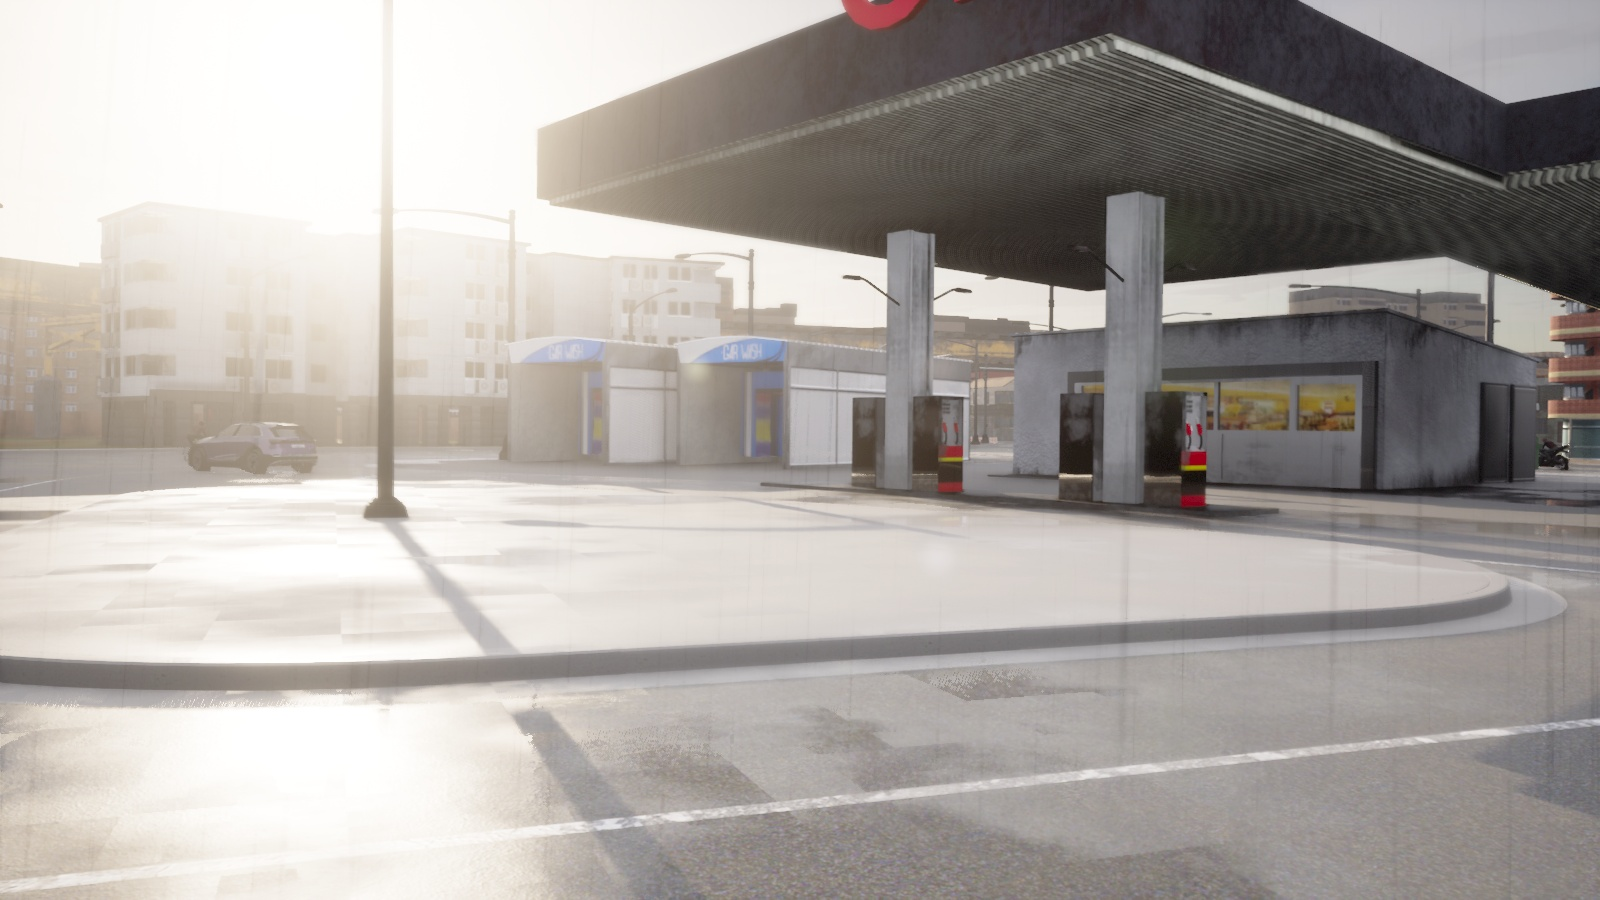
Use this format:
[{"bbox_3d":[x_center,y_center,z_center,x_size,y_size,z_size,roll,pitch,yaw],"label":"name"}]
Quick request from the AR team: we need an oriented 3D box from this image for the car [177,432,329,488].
[{"bbox_3d":[-17.302,0.272,39.677,4.856,1.649,2.033,0,1,33],"label":"car"}]

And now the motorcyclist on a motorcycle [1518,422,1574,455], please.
[{"bbox_3d":[35.069,-0.556,59.051,0.866,1.530,2.191,-1,1,-22],"label":"motorcyclist on a motorcycle"}]
